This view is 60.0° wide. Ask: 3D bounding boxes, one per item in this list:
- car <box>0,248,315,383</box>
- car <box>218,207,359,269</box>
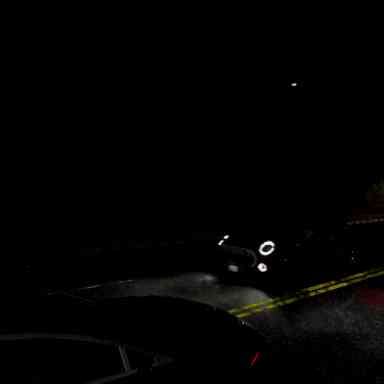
[{"bbox_3d":[-1.434,1.492,2.440,4.902,1.511,2.128,0,0,-36],"label":"car"},{"bbox_3d":[2.878,1.355,9.770,4.553,1.767,2.097,0,0,-36],"label":"car"}]
